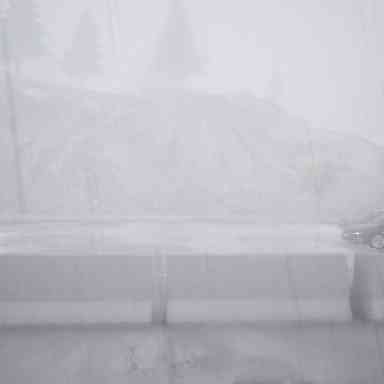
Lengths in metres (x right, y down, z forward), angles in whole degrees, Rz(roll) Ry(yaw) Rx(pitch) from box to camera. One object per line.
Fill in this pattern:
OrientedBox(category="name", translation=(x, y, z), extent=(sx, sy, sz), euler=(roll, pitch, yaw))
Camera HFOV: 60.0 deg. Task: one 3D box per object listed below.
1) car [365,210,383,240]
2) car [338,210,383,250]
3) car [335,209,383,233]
OrientedBox(category="car", translation=(12.568, 1.815, 18.521), extent=(4.892, 1.490, 1.837), euler=(1, -1, 1))
OrientedBox(category="car", translation=(9.373, 1.748, 15.030), extent=(4.892, 1.490, 1.837), euler=(1, -1, 0))
OrientedBox(category="car", translation=(12.007, 1.904, 22.011), extent=(4.181, 1.385, 1.994), euler=(1, -1, 1))
